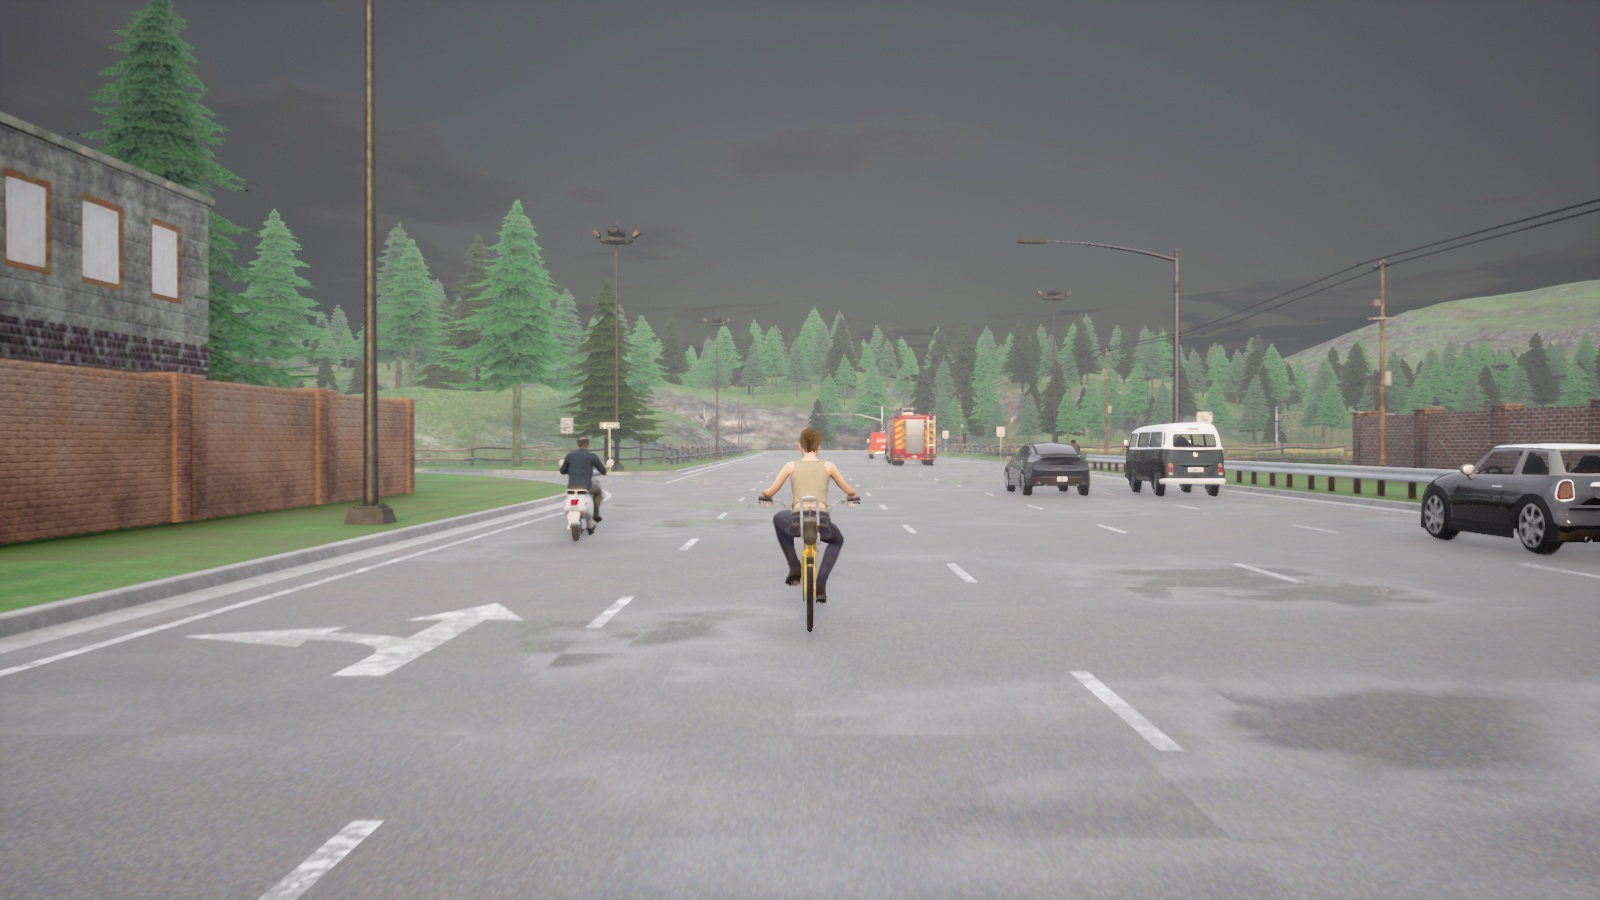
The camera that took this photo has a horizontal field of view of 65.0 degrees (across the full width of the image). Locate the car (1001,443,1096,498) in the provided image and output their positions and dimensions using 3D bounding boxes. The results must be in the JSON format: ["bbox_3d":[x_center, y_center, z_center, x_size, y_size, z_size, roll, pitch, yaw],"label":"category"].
[{"bbox_3d":[7.224,0.549,36.962,1.837,1.490,4.892,0,0,0],"label":"car"}]

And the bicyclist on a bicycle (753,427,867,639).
[{"bbox_3d":[0.079,0.625,10.306,0.866,1.612,1.509,0,0,0],"label":"bicyclist on a bicycle"}]

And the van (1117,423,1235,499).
[{"bbox_3d":[10.719,0.275,36.119,2.069,2.038,4.480,0,0,0],"label":"van"}]

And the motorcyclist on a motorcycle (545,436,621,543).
[{"bbox_3d":[-3.374,0.586,19.651,0.866,1.590,1.817,0,0,0],"label":"motorcyclist on a motorcycle"}]

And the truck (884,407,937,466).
[{"bbox_3d":[7.503,-0.899,86.368,2.891,3.827,8.468,0,0,0],"label":"truck"}]

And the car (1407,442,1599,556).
[{"bbox_3d":[10.617,0.619,18.028,1.970,1.475,3.806,0,0,0],"label":"car"}]
